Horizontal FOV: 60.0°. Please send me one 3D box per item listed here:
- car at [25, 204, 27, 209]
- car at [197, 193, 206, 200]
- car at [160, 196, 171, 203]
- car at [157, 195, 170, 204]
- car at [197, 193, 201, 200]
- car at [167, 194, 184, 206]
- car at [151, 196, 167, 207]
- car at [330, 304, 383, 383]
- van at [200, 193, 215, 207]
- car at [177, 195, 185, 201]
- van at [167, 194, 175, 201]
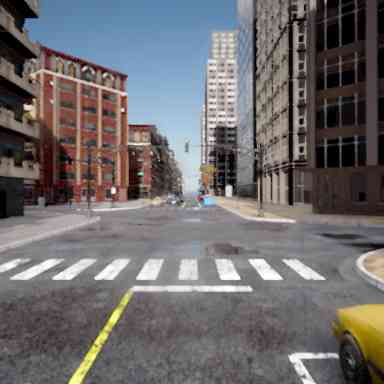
[{"bbox_3d":[-23.747,1.734,44.036,4.718,1.301,1.895,0,-1,41],"label":"car"},{"bbox_3d":[2.544,1.299,90.002,2.192,1.841,5.009,0,0,0],"label":"car"},{"bbox_3d":[-5.330,1.523,67.790,1.947,1.339,4.313,0,0,0],"label":"car"},{"bbox_3d":[-5.328,1.394,62.238,1.967,1.590,4.097,0,0,0],"label":"car"},{"bbox_3d":[2.549,1.507,73.344,1.887,1.381,4.507,0,0,0],"label":"car"},{"bbox_3d":[-2.821,1.442,54.158,2.128,1.511,4.902,0,0,0],"label":"car"},{"bbox_3d":[-5.325,1.475,50.963,1.752,1.417,4.829,0,0,0],"label":"car"},{"bbox_3d":[2.569,1.521,2.310,1.752,1.417,4.829,0,0,0],"label":"car"},{"bbox_3d":[2.556,1.291,51.134,1.690,1.788,3.998,0,0,0],"label":"van"},{"bbox_3d":[-2.771,1.485,84.633,1.812,1.442,4.674,0,0,0],"label":"car"},{"bbox_3d":[-5.333,1.316,84.446,1.690,1.788,3.998,0,0,0],"label":"van"}]
